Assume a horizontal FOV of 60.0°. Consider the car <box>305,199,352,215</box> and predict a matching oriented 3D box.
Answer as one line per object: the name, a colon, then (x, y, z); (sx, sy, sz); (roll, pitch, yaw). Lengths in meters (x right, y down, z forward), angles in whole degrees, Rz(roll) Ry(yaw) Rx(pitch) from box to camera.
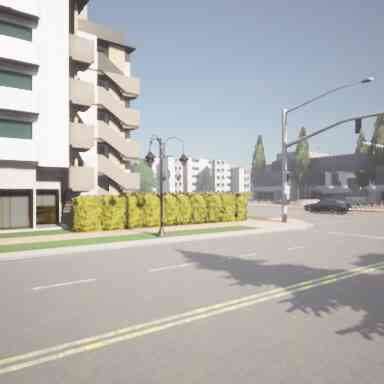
car: (13.829, 1.488, 33.941); (1.812, 1.442, 4.674); (0, 0, -38)
